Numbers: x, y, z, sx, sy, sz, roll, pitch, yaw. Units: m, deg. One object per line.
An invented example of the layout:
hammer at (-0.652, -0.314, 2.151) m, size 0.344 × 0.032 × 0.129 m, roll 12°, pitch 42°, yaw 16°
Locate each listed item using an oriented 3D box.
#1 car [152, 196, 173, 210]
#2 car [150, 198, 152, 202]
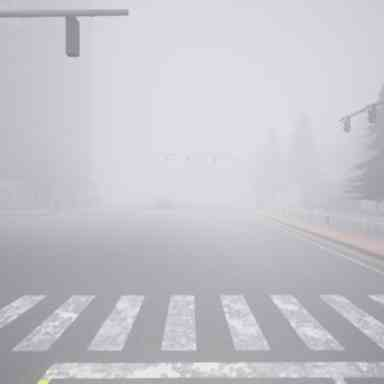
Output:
car at (-3.505, 1.437, 42.475) m, size 1.882 × 1.535 × 5.008 m, roll 0°, pitch 1°, yaw 0°
car at (-6.851, 1.465, 68.051) m, size 1.895 × 1.301 × 4.718 m, roll 0°, pitch 0°, yaw -29°
